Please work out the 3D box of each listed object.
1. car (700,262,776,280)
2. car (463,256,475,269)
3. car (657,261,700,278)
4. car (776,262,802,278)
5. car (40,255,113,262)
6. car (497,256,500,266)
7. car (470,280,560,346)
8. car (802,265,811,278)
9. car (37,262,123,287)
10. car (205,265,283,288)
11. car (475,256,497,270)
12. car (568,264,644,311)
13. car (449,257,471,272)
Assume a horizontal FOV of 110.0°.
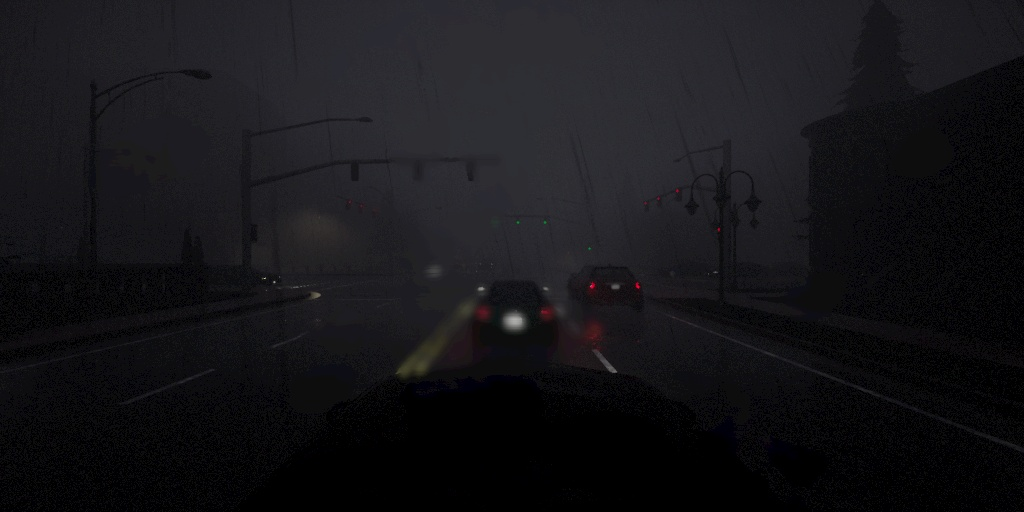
[{"bbox_3d":[18.957,1.255,30.185,4.892,1.490,1.837,0,0,-1],"label":"car"},{"bbox_3d":[-7.084,1.241,57.219,2.128,1.511,4.902,0,0,0],"label":"car"},{"bbox_3d":[16.196,1.228,33.624,5.008,1.535,1.882,0,0,-2],"label":"car"},{"bbox_3d":[25.528,1.276,33.890,4.674,1.442,1.812,0,0,-4],"label":"car"},{"bbox_3d":[-31.957,0.971,26.824,5.566,2.045,2.150,0,0,0],"label":"car"},{"bbox_3d":[-3.577,1.241,59.772,2.128,1.511,4.902,0,0,0],"label":"car"},{"bbox_3d":[0.072,1.314,9.377,1.994,1.385,4.181,0,0,0],"label":"car"},{"bbox_3d":[28.467,0.971,30.601,5.566,2.045,2.150,0,0,-7],"label":"car"},{"bbox_3d":[-28.074,1.297,23.321,5.357,1.411,2.033,0,0,0],"label":"car"},{"bbox_3d":[-18.005,1.297,23.263,5.357,1.411,2.033,0,0,2],"label":"car"},{"bbox_3d":[-3.589,1.102,50.727,2.097,1.767,4.553,0,0,0],"label":"car"},{"bbox_3d":[3.587,1.101,14.524,2.097,1.767,4.553,0,0,0],"label":"car"},{"bbox_3d":[-7.096,1.228,47.793,1.882,1.535,5.008,0,0,0],"label":"car"}]
